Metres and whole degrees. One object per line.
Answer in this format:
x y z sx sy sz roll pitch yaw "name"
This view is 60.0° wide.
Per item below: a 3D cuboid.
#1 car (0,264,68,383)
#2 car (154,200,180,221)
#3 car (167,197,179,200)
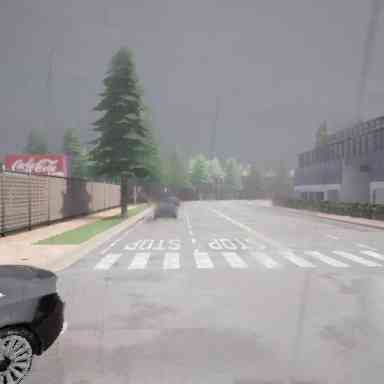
-3.571 1.499 2.989 2.128 1.511 4.902 2 1 34 "car"
-2.129 1.607 27.679 1.895 1.301 4.718 0 0 -2 "car"
-3.131 1.524 54.402 2.033 1.411 5.357 0 0 5 "car"
